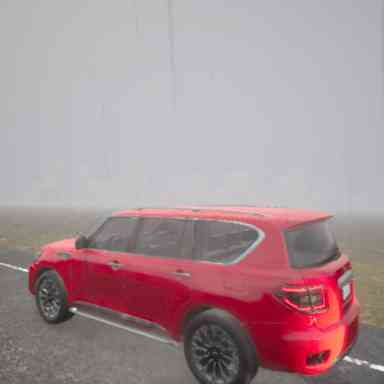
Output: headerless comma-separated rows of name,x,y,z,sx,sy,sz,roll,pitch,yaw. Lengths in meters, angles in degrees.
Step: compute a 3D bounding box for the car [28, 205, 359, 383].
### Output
car,-0.383,1.228,5.442,5.566,2.045,2.150,0,0,36
